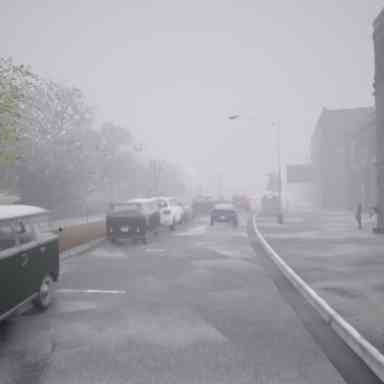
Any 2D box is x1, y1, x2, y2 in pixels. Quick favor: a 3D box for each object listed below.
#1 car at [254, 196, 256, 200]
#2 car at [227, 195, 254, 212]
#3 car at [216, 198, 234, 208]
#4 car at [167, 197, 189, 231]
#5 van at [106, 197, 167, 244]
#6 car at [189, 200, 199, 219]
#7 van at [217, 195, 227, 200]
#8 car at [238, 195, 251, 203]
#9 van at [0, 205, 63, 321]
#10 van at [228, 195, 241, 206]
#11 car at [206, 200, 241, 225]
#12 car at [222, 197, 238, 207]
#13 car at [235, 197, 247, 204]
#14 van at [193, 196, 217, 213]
[{"bbox_3d":[15.505,1.941,91.722,2.097,1.535,5.008,-1,0,17],"label":"car"},{"bbox_3d":[6.280,1.423,42.525,2.150,2.045,5.566,0,0,14],"label":"car"},{"bbox_3d":[5.436,1.789,54.256,2.163,1.488,4.792,-1,1,13],"label":"car"},{"bbox_3d":[-1.962,1.335,21.827,2.435,2.045,5.566,-1,1,6],"label":"car"},{"bbox_3d":[-2.697,1.323,16.374,1.878,1.987,4.442,-1,1,5],"label":"van"},{"bbox_3d":[-1.023,1.662,27.308,2.002,1.452,4.674,-1,1,10],"label":"car"},{"bbox_3d":[3.747,1.505,47.967,1.878,1.987,4.442,-1,1,13],"label":"van"},{"bbox_3d":[12.938,1.670,82.179,2.435,2.045,5.566,-1,0,16],"label":"car"},{"bbox_3d":[-3.587,1.262,5.223,1.878,1.987,4.442,-1,1,0],"label":"van"},{"bbox_3d":[8.346,1.605,65.068,1.878,1.987,4.442,-1,-1,17],"label":"van"},{"bbox_3d":[2.500,1.591,25.037,1.882,1.535,5.008,0,-1,9],"label":"car"},{"bbox_3d":[6.867,1.783,59.578,2.231,1.521,4.892,-1,1,13],"label":"car"},{"bbox_3d":[11.190,1.917,75.663,2.002,1.452,4.674,-1,-1,15],"label":"car"},{"bbox_3d":[1.312,1.457,38.318,1.878,1.987,4.442,-1,1,13],"label":"van"}]
